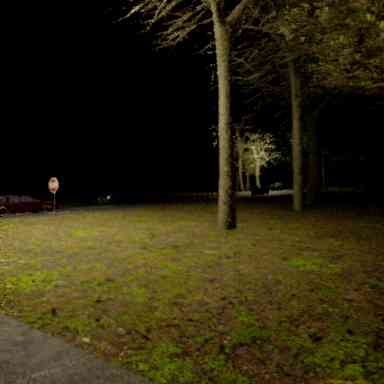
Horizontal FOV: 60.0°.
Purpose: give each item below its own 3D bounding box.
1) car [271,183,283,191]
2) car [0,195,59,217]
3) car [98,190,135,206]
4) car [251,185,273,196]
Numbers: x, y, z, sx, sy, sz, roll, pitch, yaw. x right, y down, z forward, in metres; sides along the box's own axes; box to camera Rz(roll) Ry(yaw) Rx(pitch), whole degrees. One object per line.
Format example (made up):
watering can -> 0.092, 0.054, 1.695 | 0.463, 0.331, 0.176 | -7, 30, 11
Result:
car -> 20.646, -1.213, 82.249 | 2.150, 2.045, 5.566 | -2, 1, 35
car -> -11.831, 0.880, 22.518 | 2.033, 1.411, 5.357 | -2, 0, 34
car -> -8.887, 0.611, 39.191 | 2.097, 1.767, 4.553 | -2, -1, 34
car -> 11.815, -0.092, 57.227 | 1.895, 1.301, 4.718 | -2, 1, 32
